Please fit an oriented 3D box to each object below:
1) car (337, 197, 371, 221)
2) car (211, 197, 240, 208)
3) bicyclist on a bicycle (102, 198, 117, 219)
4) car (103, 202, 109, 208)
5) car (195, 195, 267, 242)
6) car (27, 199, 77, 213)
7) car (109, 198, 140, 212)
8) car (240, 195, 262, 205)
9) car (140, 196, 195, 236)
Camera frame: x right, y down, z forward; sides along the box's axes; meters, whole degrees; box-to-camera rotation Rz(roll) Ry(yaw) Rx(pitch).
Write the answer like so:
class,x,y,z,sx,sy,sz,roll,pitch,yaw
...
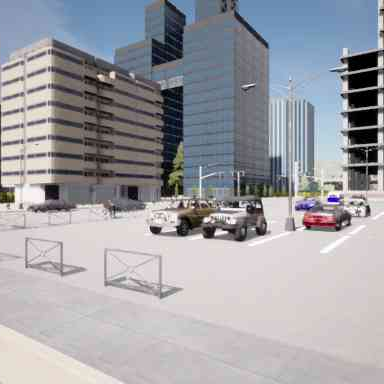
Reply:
class,x,y,z,sx,sy,sz,roll,pitch,yaw
car,14.116,1.395,28.578,1.970,1.475,3.806,0,0,34
car,5.155,1.547,50.462,2.033,1.411,5.357,0,0,33
bicyclist on a bicycle,-6.500,1.302,26.216,1.656,1.620,0.582,0,0,34
car,-10.309,1.564,46.537,1.994,1.385,4.181,0,0,35
car,2.113,1.156,15.603,1.905,1.878,3.866,0,0,34
car,-15.935,1.547,38.164,2.033,1.411,5.357,0,0,34
car,-7.081,1.564,38.453,1.994,1.385,4.181,0,0,34
car,10.415,1.352,58.340,2.097,1.767,4.553,0,0,34
car,-0.257,1.153,17.266,1.932,1.855,4.605,0,0,34
